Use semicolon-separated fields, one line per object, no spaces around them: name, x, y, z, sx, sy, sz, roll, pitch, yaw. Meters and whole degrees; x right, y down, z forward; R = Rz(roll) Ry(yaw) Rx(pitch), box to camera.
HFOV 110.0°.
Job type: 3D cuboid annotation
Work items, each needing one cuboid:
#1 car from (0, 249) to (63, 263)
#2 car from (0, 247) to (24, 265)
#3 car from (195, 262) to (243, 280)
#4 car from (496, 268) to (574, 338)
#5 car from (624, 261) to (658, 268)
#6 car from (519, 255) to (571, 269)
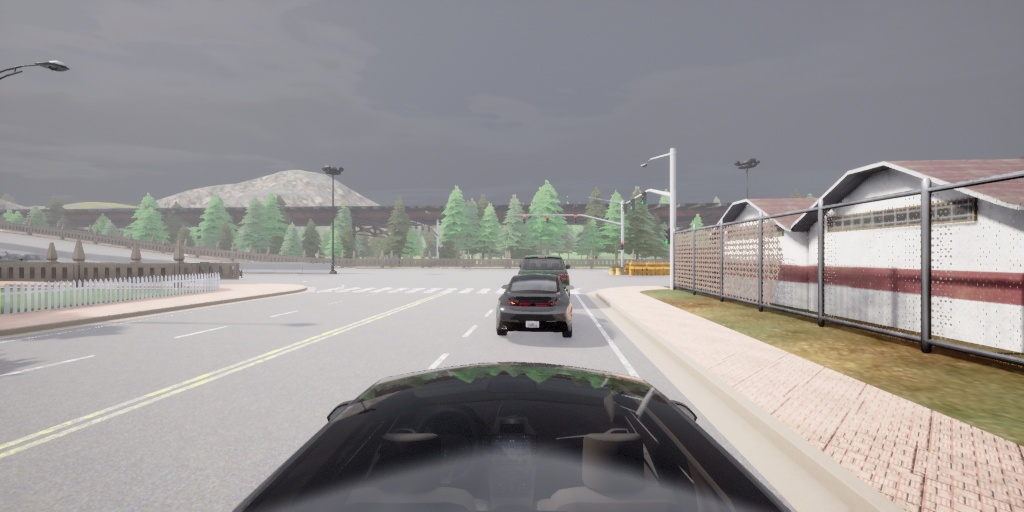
car;-41.847;0.600;31.315;4.553;1.767;2.097;4;0;4
car;-51.946;-0.127;35.621;4.674;1.442;1.812;6;0;5
car;-25.330;1.248;30.131;4.892;1.490;1.837;0;0;4
car;0.706;1.255;10.289;1.837;1.490;4.892;0;0;6
car;15.786;1.351;41.499;4.718;1.301;1.895;0;0;4
car;1.467;0.971;16.300;2.150;2.045;5.566;0;0;7
